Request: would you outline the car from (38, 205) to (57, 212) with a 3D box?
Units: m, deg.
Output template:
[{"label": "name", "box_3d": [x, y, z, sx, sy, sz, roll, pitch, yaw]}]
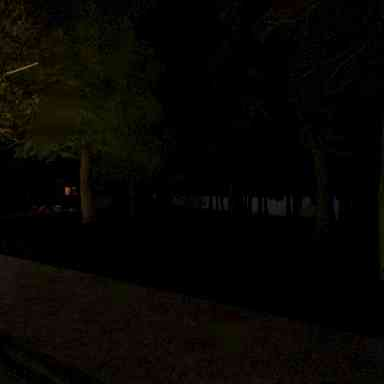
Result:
[{"label": "car", "box_3d": [-33.409, 3.886, 77.215, 1.837, 1.490, 4.892, 0, -2, -9]}]

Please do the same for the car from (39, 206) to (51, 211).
[{"label": "car", "box_3d": [-38.328, 4.274, 86.963, 1.994, 1.385, 4.181, 0, -2, -9]}]

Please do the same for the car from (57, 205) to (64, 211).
[{"label": "car", "box_3d": [-35.123, 4.238, 87.498, 2.128, 1.511, 4.902, 0, -2, -9]}]

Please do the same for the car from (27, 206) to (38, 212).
[{"label": "car", "box_3d": [-36.677, 3.912, 77.058, 1.837, 1.490, 4.892, 0, -2, -9]}]
